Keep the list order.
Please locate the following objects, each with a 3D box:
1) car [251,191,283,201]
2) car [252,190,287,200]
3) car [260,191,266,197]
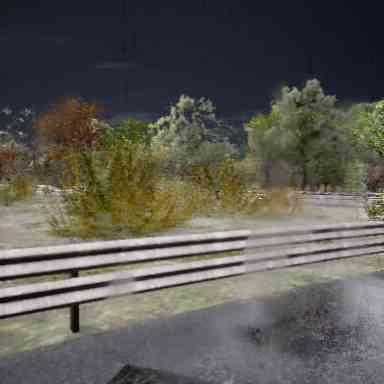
[{"bbox_3d":[11.436,0.591,50.693,4.674,1.442,1.812,2,2,18],"label":"car"},{"bbox_3d":[12.519,0.530,54.021,5.357,1.411,2.033,2,2,18],"label":"car"},{"bbox_3d":[10.377,0.737,47.359,4.718,1.301,1.895,1,2,18],"label":"car"}]
